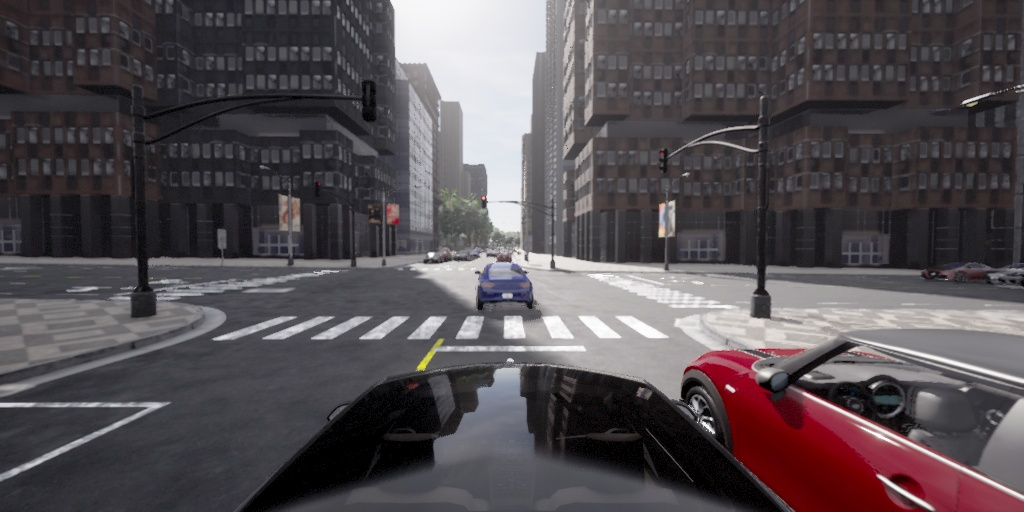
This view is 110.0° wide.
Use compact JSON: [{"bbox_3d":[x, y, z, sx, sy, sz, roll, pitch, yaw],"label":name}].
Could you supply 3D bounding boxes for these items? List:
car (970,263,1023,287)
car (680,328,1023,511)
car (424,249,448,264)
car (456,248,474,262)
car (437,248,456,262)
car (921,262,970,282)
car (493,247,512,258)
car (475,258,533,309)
[{"bbox_3d":[32.931,1.167,22.665,4.902,1.511,2.128,1,2,-1],"label":"car"},{"bbox_3d":[2.760,1.174,2.255,1.967,1.591,4.097,0,0,0],"label":"car"},{"bbox_3d":[-9.443,0.204,43.489,1.948,1.339,4.313,0,0,-1],"label":"car"},{"bbox_3d":[-6.841,-0.008,49.552,1.837,1.490,4.892,0,1,0],"label":"car"},{"bbox_3d":[-9.518,-0.181,48.913,2.192,1.841,5.009,0,0,-1],"label":"car"},{"bbox_3d":[32.413,1.142,25.910,4.181,1.385,1.994,1,2,-1],"label":"car"},{"bbox_3d":[-0.918,0.072,43.605,1.967,1.591,4.097,0,0,-1],"label":"car"},{"bbox_3d":[-0.366,0.969,13.076,1.812,1.442,4.674,0,2,-6],"label":"car"}]
